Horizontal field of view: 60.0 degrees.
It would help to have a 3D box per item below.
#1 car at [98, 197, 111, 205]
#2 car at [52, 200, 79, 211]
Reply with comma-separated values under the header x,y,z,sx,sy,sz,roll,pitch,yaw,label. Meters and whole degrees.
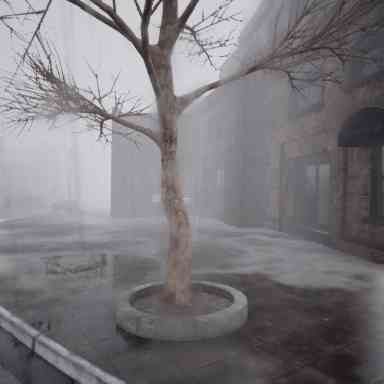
x,y,z,sx,sy,sz,roll,pitch,yaw,label
-17.268,1.728,67.460,2.097,1.767,4.553,1,0,8,car
-16.914,1.735,44.386,1.812,1.442,4.674,1,0,8,car
